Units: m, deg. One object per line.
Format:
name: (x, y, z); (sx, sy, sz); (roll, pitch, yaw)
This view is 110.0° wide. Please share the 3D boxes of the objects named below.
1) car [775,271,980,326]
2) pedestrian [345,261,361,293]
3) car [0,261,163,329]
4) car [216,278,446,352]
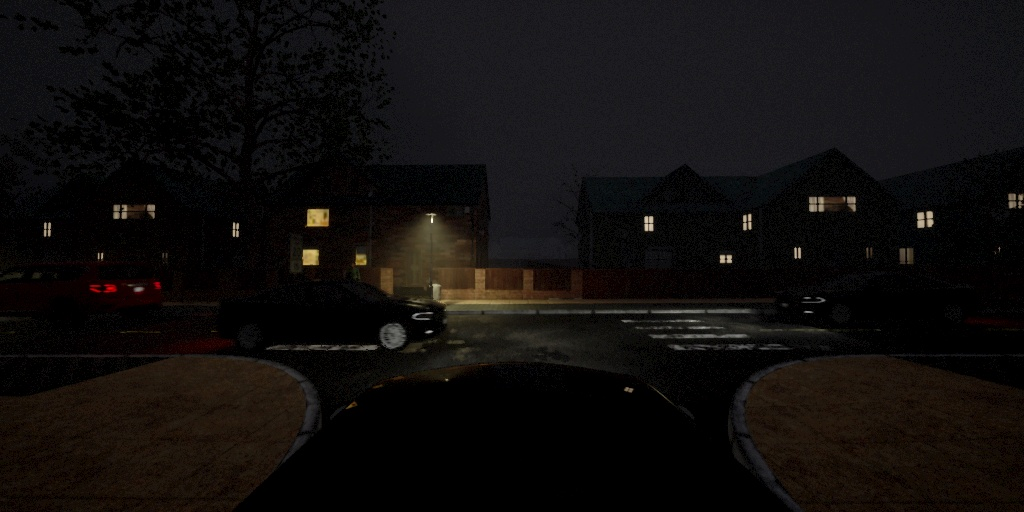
car: (10.887, 1.216, 10.961); (5.008, 1.535, 1.882); (0, -1, 2)
pedestrian: (-6.451, 1.112, 14.418); (0.375, 1.860, 0.375); (0, -1, 2)
car: (-14.842, 1.204, 11.765); (5.566, 2.045, 2.150); (-1, -1, 2)
car: (-4.076, 1.275, 8.474); (5.008, 1.535, 1.882); (-1, -1, 2)
